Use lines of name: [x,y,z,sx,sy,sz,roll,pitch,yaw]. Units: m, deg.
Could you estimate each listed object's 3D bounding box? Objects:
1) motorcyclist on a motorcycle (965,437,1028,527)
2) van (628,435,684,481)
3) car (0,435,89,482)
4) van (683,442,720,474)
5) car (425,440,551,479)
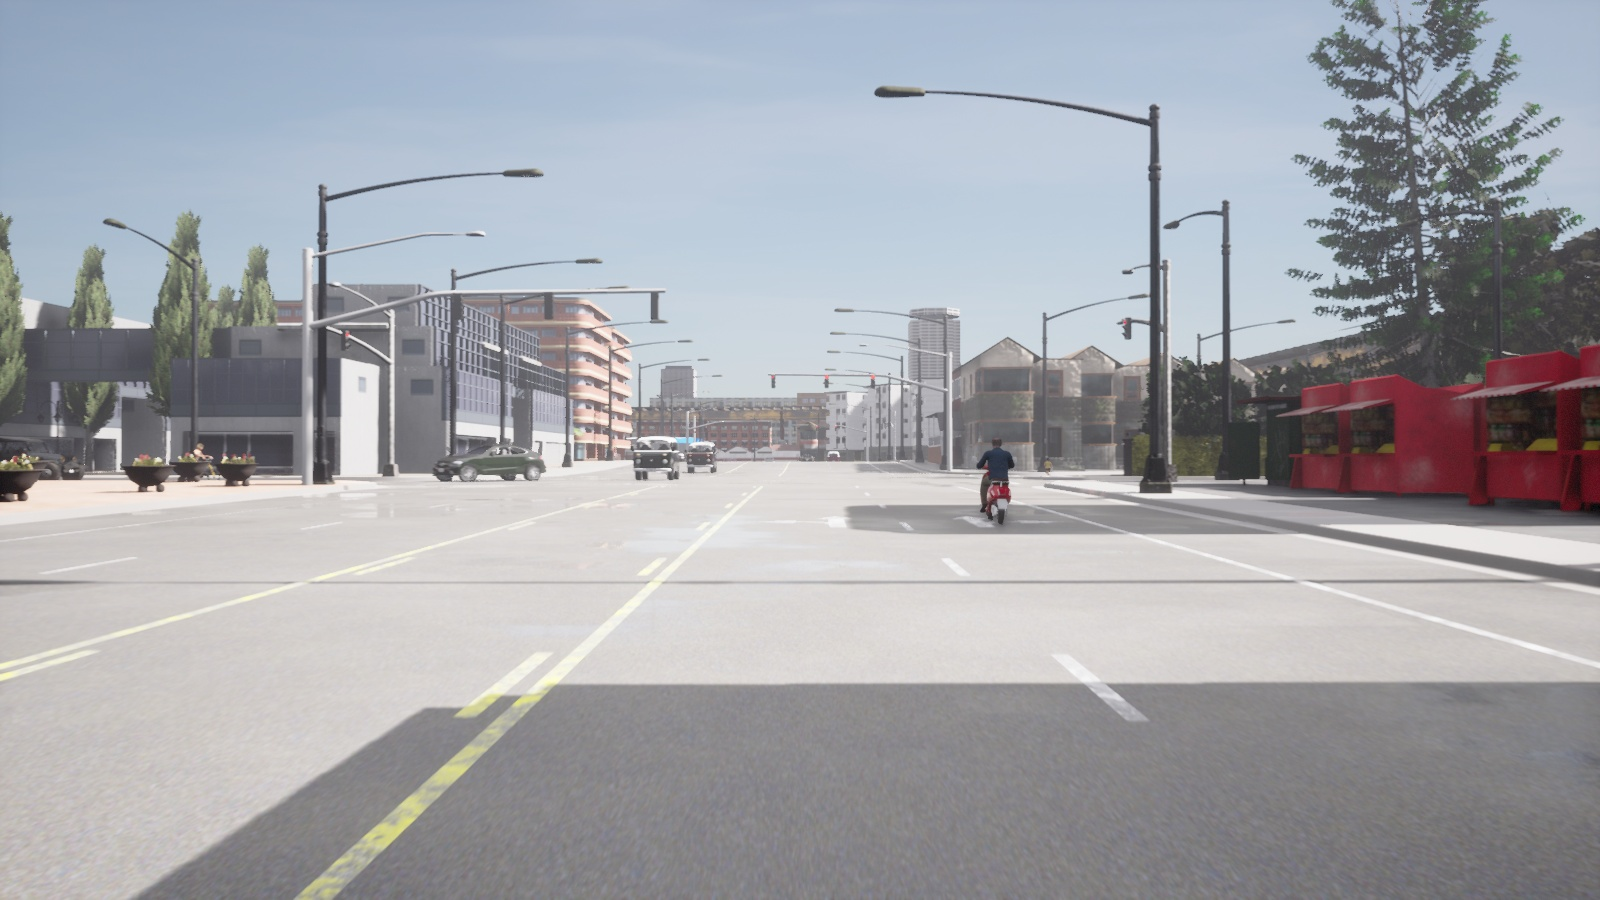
motorcyclist on a motorcycle: [3.651,0.570,23.492,0.866,1.590,1.817,1,0,0]
van: [-6.648,0.372,58.269,2.069,2.038,4.480,0,0,0]
car: [-31.290,0.353,50.914,3.866,1.878,1.905,0,-1,1]
van: [-6.504,0.492,83.101,2.069,2.038,4.480,0,0,0]
car: [-13.759,0.403,55.574,2.152,1.651,5.027,0,0,43]
